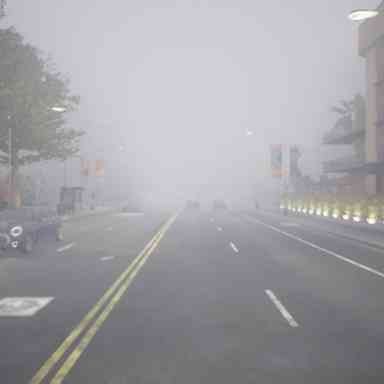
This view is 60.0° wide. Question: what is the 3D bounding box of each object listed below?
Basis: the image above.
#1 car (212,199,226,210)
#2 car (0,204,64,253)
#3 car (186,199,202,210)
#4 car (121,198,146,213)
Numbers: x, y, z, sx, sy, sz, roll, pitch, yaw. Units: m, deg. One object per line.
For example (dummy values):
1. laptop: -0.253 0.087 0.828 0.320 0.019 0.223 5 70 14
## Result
1. car: 3.690 1.692 45.585 2.128 1.511 4.902 0 0 4
2. car: -7.097 1.412 13.842 2.097 1.767 4.553 0 0 0
3. car: 0.292 1.683 46.912 1.882 1.535 5.008 0 0 5
4. car: -7.024 1.737 39.456 1.994 1.385 4.181 0 0 1
